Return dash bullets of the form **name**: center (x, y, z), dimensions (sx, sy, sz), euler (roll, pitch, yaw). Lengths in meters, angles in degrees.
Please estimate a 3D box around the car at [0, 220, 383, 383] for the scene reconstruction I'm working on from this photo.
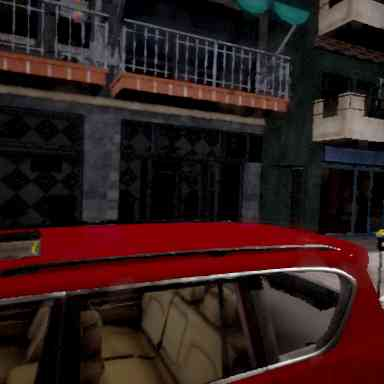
- **car**: center (-0.940, 1.168, 2.006), dimensions (5.009, 1.841, 2.192), euler (1, 3, -24)
